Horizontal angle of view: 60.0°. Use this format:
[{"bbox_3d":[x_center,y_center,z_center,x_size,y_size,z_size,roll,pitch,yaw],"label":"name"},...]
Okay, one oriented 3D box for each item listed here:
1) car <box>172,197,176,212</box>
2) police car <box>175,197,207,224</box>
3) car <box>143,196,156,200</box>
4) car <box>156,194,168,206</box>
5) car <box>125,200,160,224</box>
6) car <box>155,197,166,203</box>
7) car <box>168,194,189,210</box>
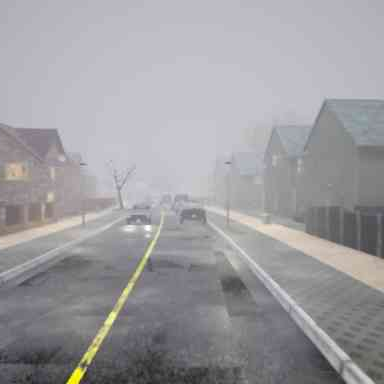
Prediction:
[{"bbox_3d":[-0.824,1.549,34.880,1.812,1.442,4.674,0,0,-5],"label":"car"},{"bbox_3d":[-0.035,1.416,24.956,1.930,1.638,5.238,0,0,-4],"label":"police car"},{"bbox_3d":[-8.671,1.623,66.376,2.097,1.767,4.553,-1,-1,-10],"label":"car"},{"bbox_3d":[-4.641,1.386,58.973,2.150,2.045,5.566,0,0,-10],"label":"car"},{"bbox_3d":[-3.737,1.552,24.850,2.033,1.411,5.357,0,0,-4],"label":"car"},{"bbox_3d":[-6.984,1.754,72.504,1.895,1.301,4.718,-1,0,-11],"label":"car"},{"bbox_3d":[-1.433,1.276,40.920,2.150,2.045,5.566,0,0,-6],"label":"car"}]
